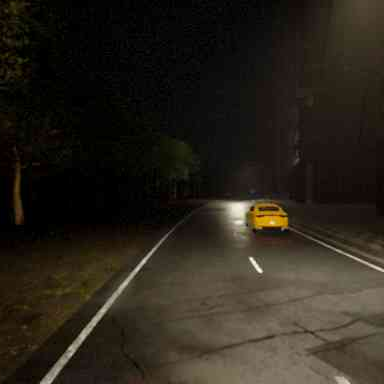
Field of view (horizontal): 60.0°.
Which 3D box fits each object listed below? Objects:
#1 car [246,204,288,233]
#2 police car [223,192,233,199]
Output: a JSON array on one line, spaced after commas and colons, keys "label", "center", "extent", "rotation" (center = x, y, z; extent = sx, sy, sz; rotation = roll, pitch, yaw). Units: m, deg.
[{"label": "car", "center": [4.296, 1.436, 19.653], "extent": [1.882, 1.535, 5.008], "rotation": [0, 0, 3]}, {"label": "police car", "center": [8.805, 0.877, 80.829], "extent": [1.930, 1.638, 5.238], "rotation": [0, 1, 14]}]
